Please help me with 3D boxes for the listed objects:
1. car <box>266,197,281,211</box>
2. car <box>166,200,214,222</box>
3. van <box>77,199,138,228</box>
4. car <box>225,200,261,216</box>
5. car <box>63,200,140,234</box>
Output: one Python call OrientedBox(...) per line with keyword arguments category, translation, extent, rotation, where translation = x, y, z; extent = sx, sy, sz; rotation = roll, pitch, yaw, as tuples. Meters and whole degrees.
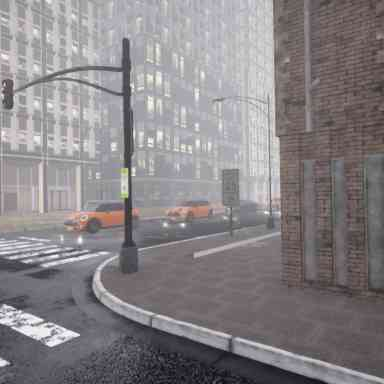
OrientedBox(category="car", translation=(11.095, 1.471, 42.508), extent=(2.097, 1.767, 4.553), rotation=(-1, -1, 36))
OrientedBox(category="car", translation=(-0.117, 1.432, 27.026), extent=(2.097, 1.767, 4.553), rotation=(-1, -1, 36))
OrientedBox(category="van", translation=(-5.882, 1.460, 23.468), extent=(1.690, 1.788, 3.998), rotation=(-2, -1, 36))
OrientedBox(category="car", translation=(5.157, 1.590, 34.324), extent=(2.128, 1.511, 4.902), rotation=(-1, -1, 36))
OrientedBox(category="car", translation=(-5.320, 1.416, 19.869), extent=(2.097, 1.767, 4.553), rotation=(-1, -1, 37))
